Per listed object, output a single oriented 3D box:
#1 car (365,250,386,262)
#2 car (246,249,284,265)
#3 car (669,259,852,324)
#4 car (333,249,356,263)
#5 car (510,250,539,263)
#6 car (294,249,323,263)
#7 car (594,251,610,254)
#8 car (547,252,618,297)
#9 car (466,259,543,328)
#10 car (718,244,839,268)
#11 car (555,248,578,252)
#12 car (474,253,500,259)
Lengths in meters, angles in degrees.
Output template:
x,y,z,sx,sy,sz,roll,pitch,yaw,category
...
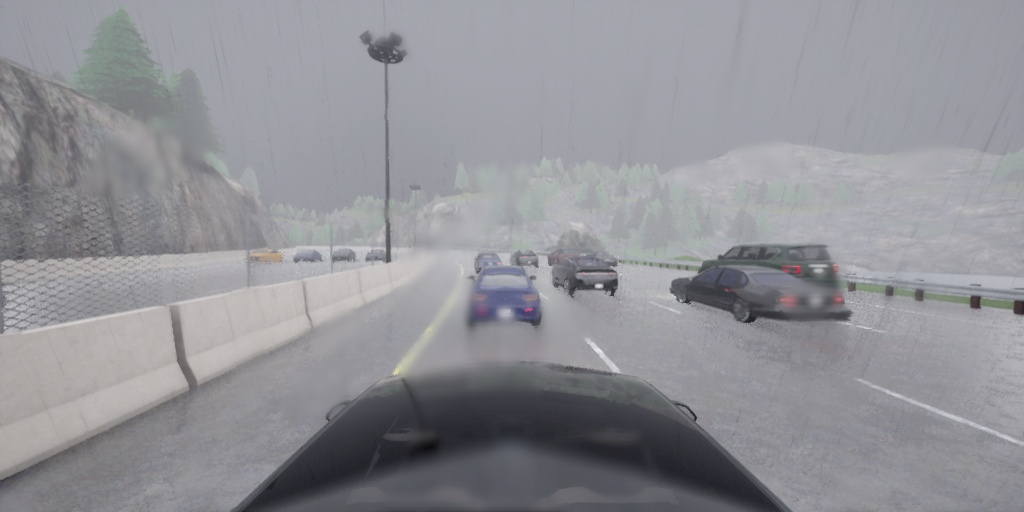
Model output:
x,y,z,sx,sy,sz,roll,pitch,yaw,category
-15.460,-0.024,40.980,1.994,1.385,4.181,0,2,-14,car
-25.263,0.038,36.819,1.882,1.535,5.008,0,2,-13,car
6.741,0.989,10.610,2.033,1.411,5.357,0,2,-3,car
-18.926,-0.091,40.473,1.882,1.535,5.008,0,2,-14,car
1.002,0.236,31.038,2.128,1.511,4.902,0,2,-9,car
-22.217,0.003,39.204,1.812,1.442,4.674,0,2,-13,car
7.863,0.256,32.438,1.994,1.385,4.181,0,2,-9,car
2.936,0.776,15.221,2.128,1.511,4.902,0,2,-4,car
-0.247,0.990,10.039,1.812,1.442,4.674,0,2,-3,car
10.018,0.523,14.573,2.150,2.045,5.566,0,2,-4,car
4.531,0.092,31.113,2.097,1.767,4.553,0,2,-9,car
-1.746,0.471,25.866,2.033,1.411,5.357,0,2,-8,car
